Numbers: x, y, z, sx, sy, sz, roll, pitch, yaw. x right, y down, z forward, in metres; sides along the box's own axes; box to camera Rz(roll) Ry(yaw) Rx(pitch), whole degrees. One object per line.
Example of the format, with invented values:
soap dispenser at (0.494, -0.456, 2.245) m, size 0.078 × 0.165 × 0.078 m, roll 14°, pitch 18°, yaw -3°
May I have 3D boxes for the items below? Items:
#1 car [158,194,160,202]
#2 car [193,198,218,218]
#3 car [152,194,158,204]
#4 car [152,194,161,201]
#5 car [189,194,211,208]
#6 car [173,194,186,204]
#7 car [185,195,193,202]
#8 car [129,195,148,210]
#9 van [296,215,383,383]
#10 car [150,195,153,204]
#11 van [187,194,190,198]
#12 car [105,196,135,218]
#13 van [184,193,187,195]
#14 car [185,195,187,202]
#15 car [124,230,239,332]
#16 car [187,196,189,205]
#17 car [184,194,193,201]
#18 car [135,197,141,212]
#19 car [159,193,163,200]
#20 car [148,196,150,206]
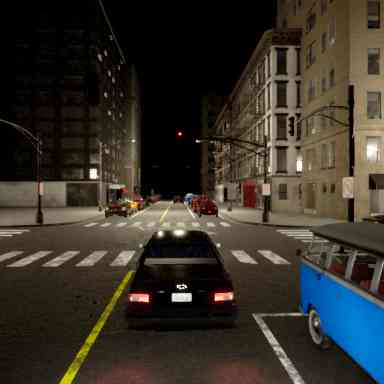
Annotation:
car at (-8.252, 1.558, 68.033) m, size 1.947 × 1.339 × 4.313 m, roll 0°, pitch 0°, yaw -2°
car at (1.386, 1.545, 30.544) m, size 1.887 × 1.381 × 4.507 m, roll 0°, pitch 0°, yaw -2°
car at (-8.020, 1.545, 62.629) m, size 2.008 × 1.369 × 4.403 m, roll 0°, pitch 0°, yaw -2°
car at (-8.946, 1.427, 84.246) m, size 1.967 × 1.590 × 4.097 m, roll 0°, pitch 0°, yaw -2°
car at (1.155, 1.315, 35.949) m, size 2.192 × 1.841 × 5.009 m, roll 0°, pitch 0°, yaw -2°
car at (-2.480, 1.521, 61.340) m, size 1.812 × 1.442 × 4.674 m, roll 0°, pitch 0°, yaw -3°
car at (-0.704, 1.514, 79.355) m, size 1.752 × 1.417 × 4.829 m, roll 0°, pitch 0°, yaw -2°
car at (-7.094, 1.315, 41.010) m, size 2.192 × 1.841 × 5.009 m, roll 0°, pitch 0°, yaw -2°
van at (2.537, 1.341, 3.689) m, size 1.690 × 1.788 × 3.998 m, roll 0°, pitch 0°, yaw -2°
car at (-7.557, 1.564, 51.819) m, size 1.947 × 1.339 × 4.313 m, roll 0°, pitch 0°, yaw -2°
van at (0.461, 1.339, 52.163) m, size 1.690 × 1.788 × 3.998 m, roll 0°, pitch 0°, yaw -2°
car at (-6.631, 1.440, 30.201) m, size 1.967 × 1.590 × 4.097 m, roll 0°, pitch 0°, yaw -2°
van at (-0.465, 1.332, 73.780) m, size 1.690 × 1.788 × 3.998 m, roll 0°, pitch 0°, yaw -2°
car at (0.229, 1.562, 57.567) m, size 1.947 × 1.339 × 4.313 m, roll 0°, pitch 0°, yaw -2°
car at (-0.256, 1.547, 7.245) m, size 2.033 × 1.411 × 5.357 m, roll 0°, pitch 0°, yaw -2°
car at (0.692, 1.544, 46.758) m, size 1.887 × 1.381 × 4.507 m, roll 0°, pitch 0°, yaw -2°
car at (-0.928, 1.427, 84.589) m, size 1.967 × 1.590 × 4.097 m, roll 0°, pitch 0°, yaw -2°
car at (-6.856, 1.526, 35.435) m, size 1.752 × 1.417 × 4.829 m, roll 0°, pitch 0°, yaw -2°
car at (-8.715, 1.304, 78.842) m, size 2.192 × 1.841 × 5.009 m, roll 0°, pitch 0°, yaw -2°
car at (-7.319, 1.525, 46.245) m, size 1.752 × 1.417 × 4.829 m, roll 0°, pitch 0°, yaw -2°
